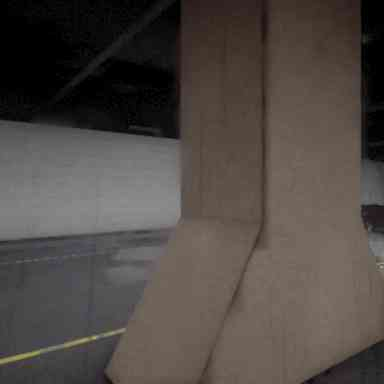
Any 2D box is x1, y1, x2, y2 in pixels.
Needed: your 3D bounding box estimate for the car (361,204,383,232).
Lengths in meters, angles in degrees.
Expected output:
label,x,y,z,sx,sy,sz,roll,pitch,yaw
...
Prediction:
label,x,y,z,sx,sy,sz,roll,pitch,yaw
car,10.586,1.482,20.142,5.008,1.535,1.882,0,0,-35
